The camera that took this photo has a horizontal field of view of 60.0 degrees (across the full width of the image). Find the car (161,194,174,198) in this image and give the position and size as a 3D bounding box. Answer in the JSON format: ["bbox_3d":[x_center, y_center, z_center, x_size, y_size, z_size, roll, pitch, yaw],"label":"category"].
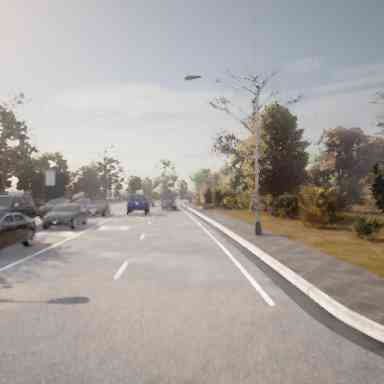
[{"bbox_3d":[-3.772,1.384,52.801,2.150,2.045,5.566,0,0,-4],"label":"car"}]

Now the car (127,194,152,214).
[{"bbox_3d":[-5.746,1.284,35.949,2.150,2.045,5.566,0,0,-5],"label":"car"}]

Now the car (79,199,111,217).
[{"bbox_3d":[-9.031,1.547,32.172,2.128,1.511,4.902,0,0,-5],"label":"car"}]

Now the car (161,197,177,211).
[{"bbox_3d":[-2.927,1.694,42.853,1.895,1.301,4.718,0,0,-5],"label":"car"}]

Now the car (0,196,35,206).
[{"bbox_3d":[-11.621,1.253,20.630,2.150,2.045,5.566,0,0,-4],"label":"car"}]

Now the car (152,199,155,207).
[{"bbox_3d":[-7.402,1.546,55.800,2.097,1.767,4.553,0,0,-3],"label":"car"}]

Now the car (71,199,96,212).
[{"bbox_3d":[-13.295,1.610,40.873,1.837,1.490,4.892,0,0,-5],"label":"car"}]

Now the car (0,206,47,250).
[{"bbox_3d":[-7.576,1.511,12.523,2.128,1.511,4.902,0,0,-3],"label":"car"}]

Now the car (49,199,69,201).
[{"bbox_3d":[-12.417,1.409,30.700,2.097,1.767,4.553,0,0,-5],"label":"car"}]

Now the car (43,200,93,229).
[{"bbox_3d":[-8.206,1.532,21.914,1.837,1.490,4.892,0,0,-4],"label":"car"}]
